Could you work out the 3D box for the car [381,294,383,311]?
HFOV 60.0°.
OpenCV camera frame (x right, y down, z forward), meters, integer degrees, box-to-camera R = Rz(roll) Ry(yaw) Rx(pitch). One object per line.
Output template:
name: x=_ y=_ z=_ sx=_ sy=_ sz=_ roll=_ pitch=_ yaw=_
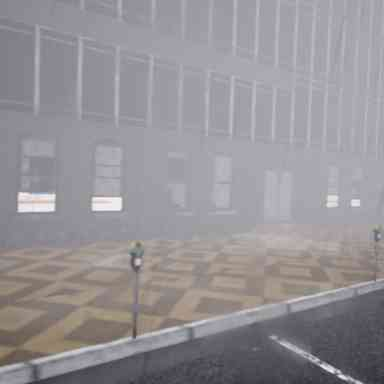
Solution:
car: x=5.079 y=1.564 z=5.784 sx=4.206 sy=1.307 sz=1.802 roll=1 pitch=2 yaw=-32
